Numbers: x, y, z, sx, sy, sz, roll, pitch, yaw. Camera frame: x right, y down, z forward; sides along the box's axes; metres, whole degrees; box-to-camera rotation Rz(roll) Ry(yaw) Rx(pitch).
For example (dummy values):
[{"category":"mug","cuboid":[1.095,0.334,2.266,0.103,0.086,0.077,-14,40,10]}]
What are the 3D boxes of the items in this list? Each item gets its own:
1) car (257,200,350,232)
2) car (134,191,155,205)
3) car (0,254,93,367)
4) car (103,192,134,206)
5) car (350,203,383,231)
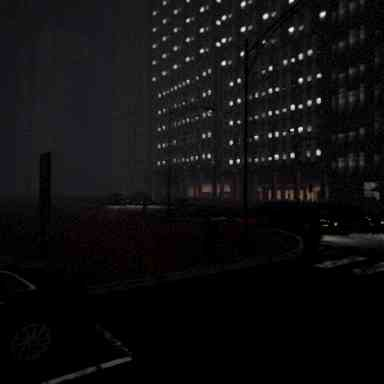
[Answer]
[{"category":"car","cuboid":[5.782,1.271,18.522,1.837,1.490,4.892,1,1,-35]},{"category":"car","cuboid":[-6.507,0.721,41.924,2.097,1.767,4.553,1,1,-35]},{"category":"car","cuboid":[-3.533,1.551,4.189,4.403,1.369,2.008,0,1,-35]},{"category":"car","cuboid":[-9.213,0.844,40.121,1.837,1.490,4.892,1,1,-35]},{"category":"car","cuboid":[8.832,1.329,19.818,1.837,1.490,4.892,0,2,-35]}]
